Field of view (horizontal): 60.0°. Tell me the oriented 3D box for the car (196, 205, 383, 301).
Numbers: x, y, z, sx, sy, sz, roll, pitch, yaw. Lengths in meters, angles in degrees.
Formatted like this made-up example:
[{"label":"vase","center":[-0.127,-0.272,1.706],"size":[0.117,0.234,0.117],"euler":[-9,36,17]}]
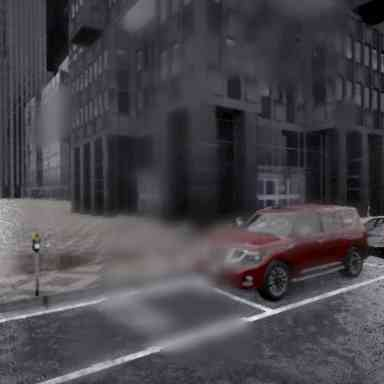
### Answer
[{"label":"car","center":[2.512,1.291,8.449],"size":[5.009,1.841,2.192],"euler":[0,0,-36]}]
